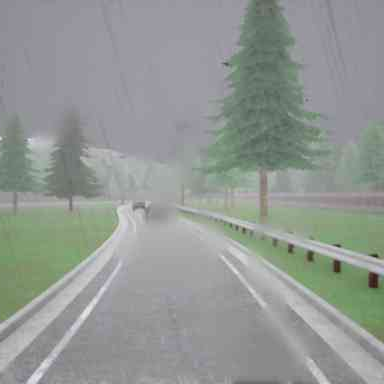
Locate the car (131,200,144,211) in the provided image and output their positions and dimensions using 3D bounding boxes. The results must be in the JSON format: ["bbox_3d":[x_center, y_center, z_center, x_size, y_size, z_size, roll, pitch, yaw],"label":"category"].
[{"bbox_3d":[-7.568,1.903,47.786,1.837,1.490,4.892,0,-1,-12],"label":"car"}]

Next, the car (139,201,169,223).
[{"bbox_3d":[-3.097,1.780,28.043,2.033,1.411,5.357,0,0,-12],"label":"car"}]
